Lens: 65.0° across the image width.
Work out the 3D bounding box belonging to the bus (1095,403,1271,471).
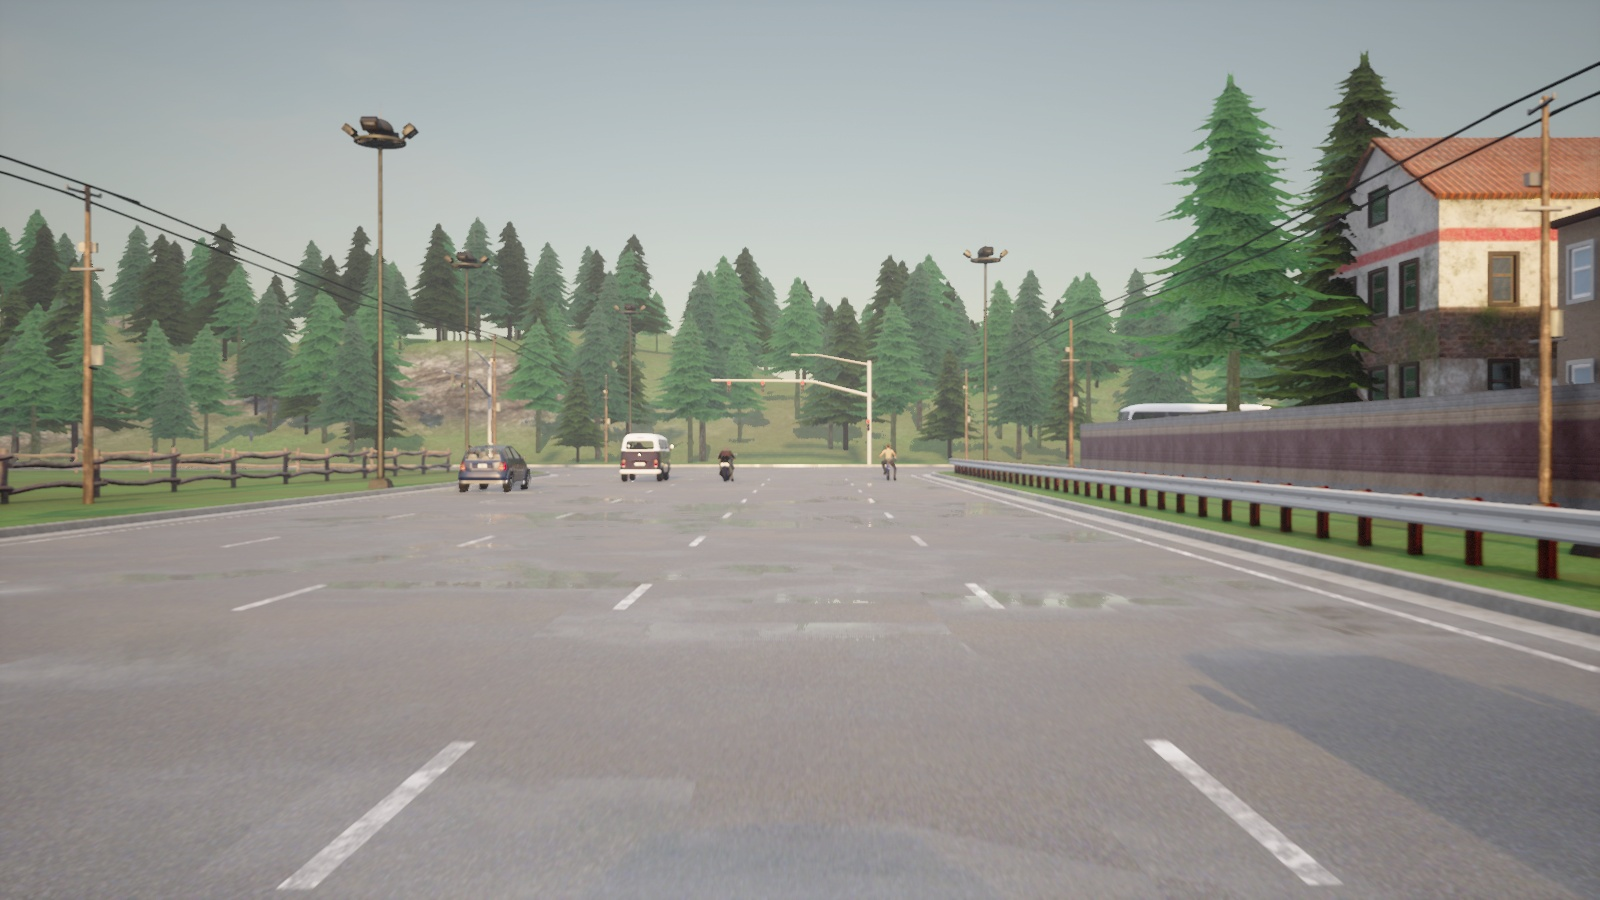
[{"bbox_3d":[24.843,-0.818,81.911,10.273,4.253,3.944,1,0,1],"label":"bus"}]

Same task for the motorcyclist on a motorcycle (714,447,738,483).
[{"bbox_3d":[-3.175,0.641,53.982,0.866,1.530,2.191,0,0,0],"label":"motorcyclist on a motorcycle"}]

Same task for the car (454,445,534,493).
[{"bbox_3d":[-10.243,0.609,42.264,1.789,1.549,3.705,0,0,0],"label":"car"}]

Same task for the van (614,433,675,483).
[{"bbox_3d":[-6.672,0.326,54.310,2.069,2.038,4.480,0,0,0],"label":"van"}]
